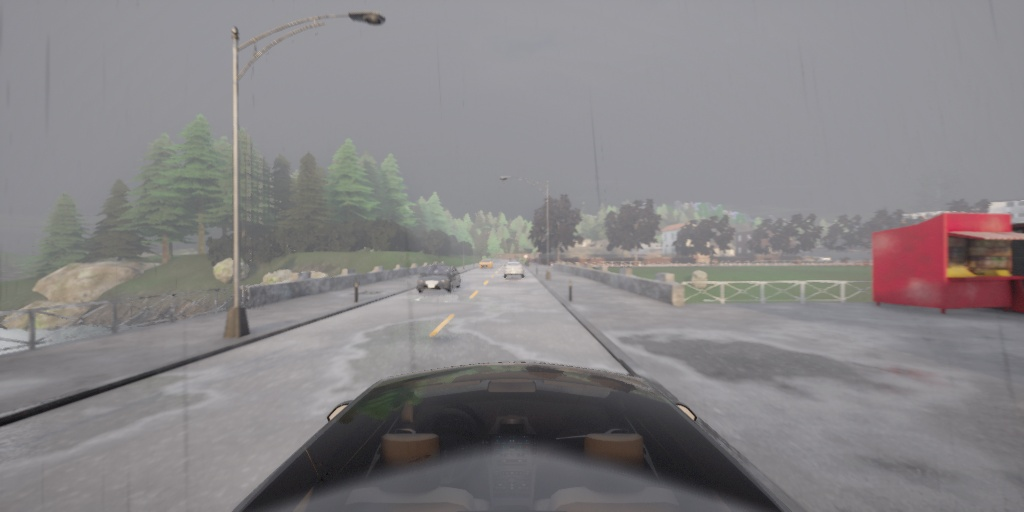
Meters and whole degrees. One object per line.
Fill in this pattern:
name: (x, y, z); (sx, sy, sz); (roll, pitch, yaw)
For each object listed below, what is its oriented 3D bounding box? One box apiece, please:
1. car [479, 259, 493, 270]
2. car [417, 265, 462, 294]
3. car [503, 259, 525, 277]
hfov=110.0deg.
car: (-3.870, 1.231, 54.163); (1.882, 1.535, 5.008); (0, 0, 1)
car: (-4.076, 1.259, 20.648); (2.128, 1.511, 4.902); (0, 0, 0)
car: (0.184, 1.262, 34.590); (1.812, 1.442, 4.674); (0, 0, 0)
